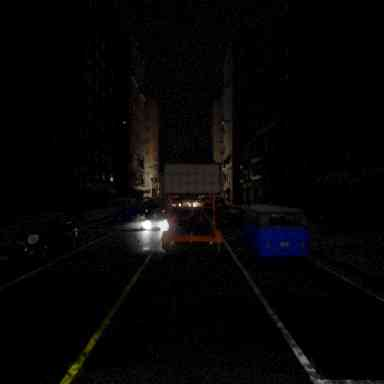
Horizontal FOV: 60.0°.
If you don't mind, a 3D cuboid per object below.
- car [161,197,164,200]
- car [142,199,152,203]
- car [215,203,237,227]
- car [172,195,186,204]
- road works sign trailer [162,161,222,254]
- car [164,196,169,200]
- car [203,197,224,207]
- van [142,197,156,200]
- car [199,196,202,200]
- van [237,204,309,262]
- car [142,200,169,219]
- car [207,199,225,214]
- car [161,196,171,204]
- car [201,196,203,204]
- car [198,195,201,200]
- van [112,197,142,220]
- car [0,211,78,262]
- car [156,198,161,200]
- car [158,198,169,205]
[{"bbox_3d":[-5.665,1.767,50.563,1.802,1.307,4.206,0,0,0],"label":"car"},{"bbox_3d":[-5.667,1.673,34.058,2.008,1.369,4.403,0,0,0],"label":"car"},{"bbox_3d":[2.857,1.664,23.055,1.802,1.307,4.206,0,0,0],"label":"car"},{"bbox_3d":[-2.994,1.798,70.929,2.033,1.411,5.357,0,0,0],"label":"car"},{"bbox_3d":[0.000,0.514,13.735,2.380,3.560,2.880,0,0,0],"label":"road works sign trailer"},{"bbox_3d":[-5.664,1.794,61.565,1.947,1.339,4.313,0,0,0],"label":"car"},{"bbox_3d":[2.859,1.458,39.560,2.192,1.841,5.009,0,0,0],"label":"car"},{"bbox_3d":[-5.667,1.484,39.561,1.690,1.788,3.998,0,0,0],"label":"van"},{"bbox_3d":[2.861,1.779,61.565,2.008,1.369,4.403,0,0,0],"label":"car"},{"bbox_3d":[2.856,1.384,12.053,1.690,1.788,3.998,0,0,0],"label":"van"},{"bbox_3d":[-3.096,1.709,30.205,1.895,1.301,4.718,0,0,0],"label":"car"},{"bbox_3d":[2.859,1.704,34.057,1.802,1.307,4.206,0,0,0],"label":"car"},{"bbox_3d":[-5.663,1.713,72.569,1.967,1.590,4.097,0,0,0],"label":"car"},{"bbox_3d":[2.860,1.625,50.562,1.967,1.590,4.097,0,0,0],"label":"car"},{"bbox_3d":[2.862,1.838,72.567,1.947,1.339,4.313,0,0,0],"label":"car"},{"bbox_3d":[-5.668,1.443,28.559,1.690,1.788,3.998,0,0,0],"label":"van"},{"bbox_3d":[-5.669,1.483,12.054,1.967,1.590,4.097,0,0,0],"label":"car"},{"bbox_3d":[-5.666,1.729,45.061,1.947,1.339,4.313,0,0,0],"label":"car"},{"bbox_3d":[-5.664,1.832,67.066,1.802,1.307,4.206,0,0,0],"label":"car"}]
